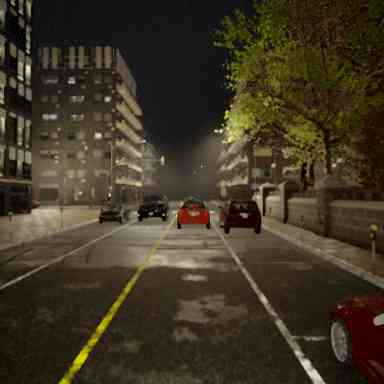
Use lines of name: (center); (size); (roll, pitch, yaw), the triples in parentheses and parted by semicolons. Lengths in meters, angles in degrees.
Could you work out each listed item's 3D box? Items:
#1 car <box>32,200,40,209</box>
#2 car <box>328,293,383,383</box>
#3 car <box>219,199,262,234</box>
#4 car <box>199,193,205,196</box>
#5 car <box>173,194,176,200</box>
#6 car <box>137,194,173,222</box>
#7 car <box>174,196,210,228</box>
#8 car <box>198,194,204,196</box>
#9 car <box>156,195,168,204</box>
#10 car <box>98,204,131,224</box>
car: (-22.092, 1.375, 42.375); (5.009, 1.841, 2.192); (0, 0, 1)
car: (2.699, 1.586, 2.891); (1.802, 1.307, 4.206); (1, 0, 0)
car: (2.705, 1.333, 19.328); (2.192, 1.841, 5.009); (1, 0, 0)
car: (2.716, 1.574, 85.381); (1.947, 1.339, 4.313); (1, 0, 0)
car: (-5.663, 1.569, 91.074); (1.947, 1.339, 4.313); (1, 0, 0)
car: (-2.999, 1.247, 27.058); (2.150, 2.045, 5.566); (0, 0, 0)
car: (0.105, 1.375, 22.455); (2.097, 1.767, 4.553); (0, 0, 0)
car: (-0.293, 1.379, 37.168); (2.097, 1.767, 4.553); (0, 0, -6)
car: (-5.667, 1.464, 62.756); (1.967, 1.590, 4.097); (1, 0, 0)
car: (-5.676, 1.573, 24.812); (2.008, 1.369, 4.403); (1, 0, 0)
